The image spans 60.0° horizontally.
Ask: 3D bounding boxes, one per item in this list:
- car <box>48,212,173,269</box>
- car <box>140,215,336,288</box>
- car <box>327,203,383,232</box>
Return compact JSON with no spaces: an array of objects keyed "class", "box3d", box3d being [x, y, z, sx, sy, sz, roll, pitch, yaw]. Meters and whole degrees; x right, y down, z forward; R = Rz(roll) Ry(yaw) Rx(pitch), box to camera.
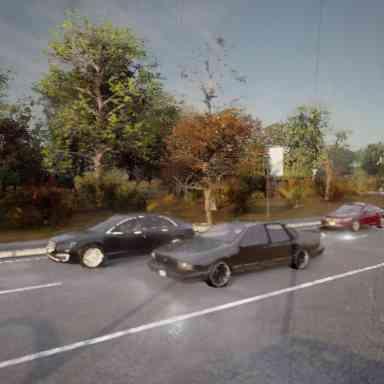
[{"class":"car","box3d":[-2.135,1.462,11.046,4.892,1.490,1.837,0,0,-35]},{"class":"car","box3d":[1.496,1.510,9.325,5.357,1.411,2.033,0,0,-35]},{"class":"car","box3d":[9.431,1.382,19.184,4.674,1.442,1.812,-1,1,-35]}]
